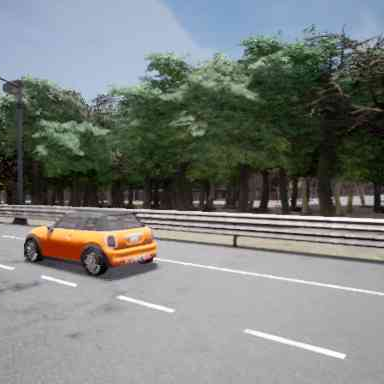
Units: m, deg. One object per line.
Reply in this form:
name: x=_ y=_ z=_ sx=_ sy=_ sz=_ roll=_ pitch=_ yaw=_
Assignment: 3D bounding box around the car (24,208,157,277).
car: x=-3.336 y=1.362 z=10.555 sx=4.553 sy=1.767 sz=2.097 roll=0 pitch=0 yaw=36
